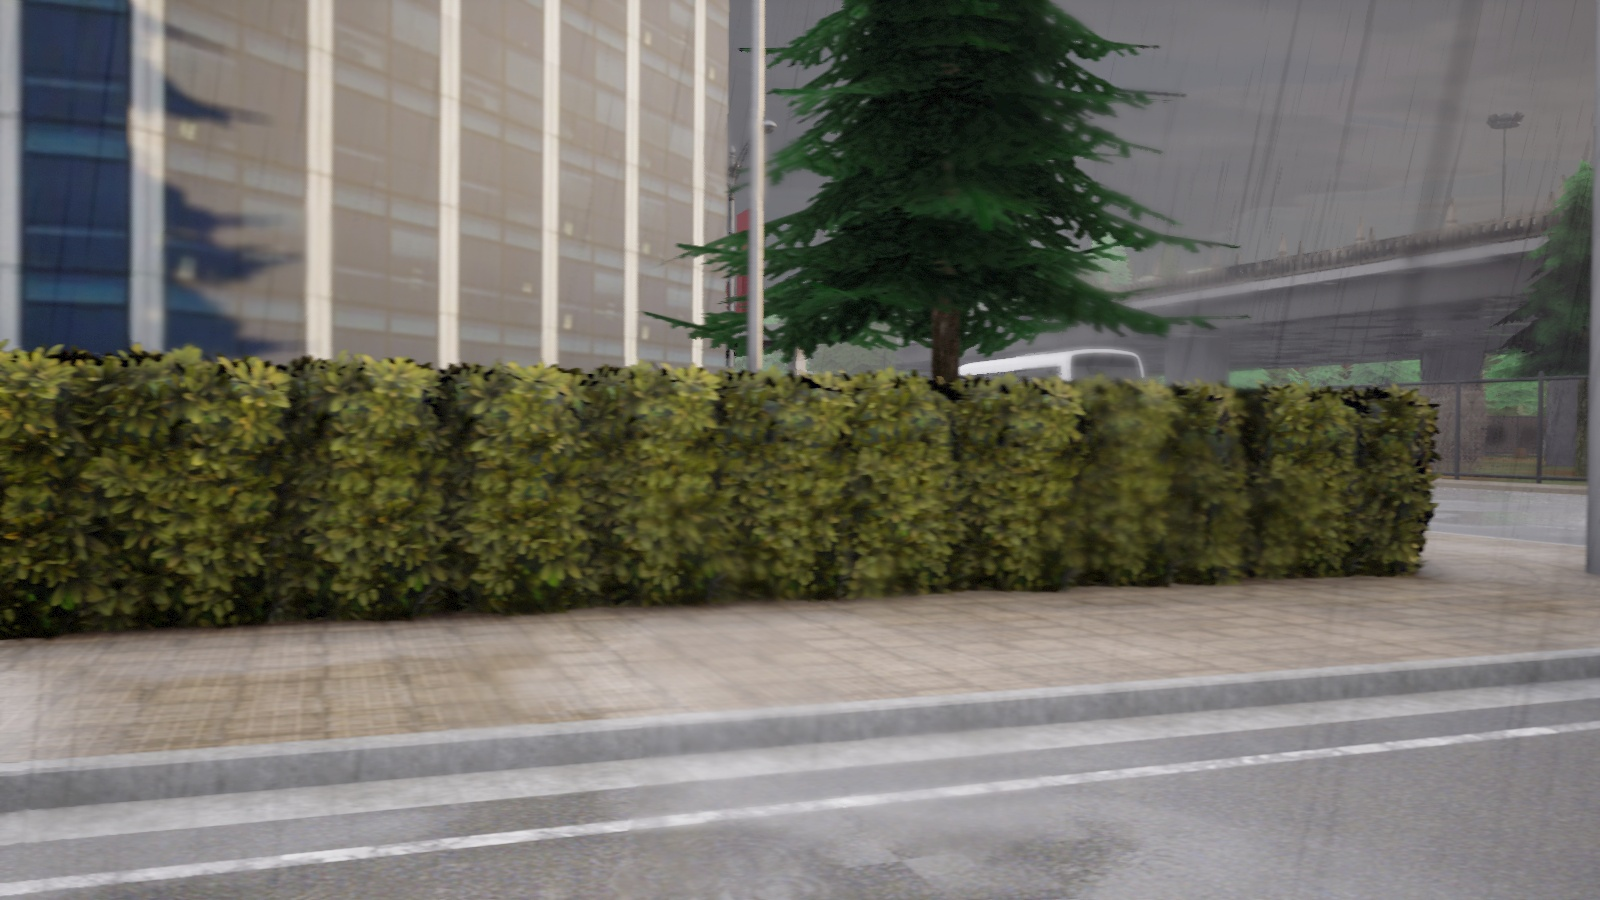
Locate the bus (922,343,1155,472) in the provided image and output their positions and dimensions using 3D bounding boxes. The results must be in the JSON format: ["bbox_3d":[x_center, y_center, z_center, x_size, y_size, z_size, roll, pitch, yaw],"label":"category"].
[{"bbox_3d":[8.518,-1.489,46.863,3.944,4.253,10.273,-2,1,-19],"label":"bus"}]
